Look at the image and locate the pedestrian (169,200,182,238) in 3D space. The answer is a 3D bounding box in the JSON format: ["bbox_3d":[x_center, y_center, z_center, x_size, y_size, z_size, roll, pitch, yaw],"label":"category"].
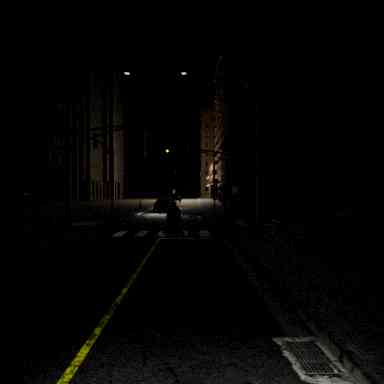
[{"bbox_3d":[-0.809,1.294,15.995,0.375,1.860,0.375,0,0,0],"label":"pedestrian"}]

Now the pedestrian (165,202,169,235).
[{"bbox_3d":[-1.090,1.294,17.194,0.375,1.860,0.375,0,0,0],"label":"pedestrian"}]

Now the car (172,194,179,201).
[{"bbox_3d":[-3.326,1.529,49.889,1.812,1.442,4.674,0,1,0],"label":"car"}]

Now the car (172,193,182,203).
[{"bbox_3d":[-3.323,1.223,69.212,2.150,2.045,5.566,0,0,0],"label":"car"}]

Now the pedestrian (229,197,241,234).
[{"bbox_3d":[2.083,1.139,16.609,0.375,1.860,0.375,0,0,0],"label":"pedestrian"}]

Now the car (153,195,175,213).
[{"bbox_3d":[-3.274,1.479,37.812,1.882,1.535,5.008,0,0,0],"label":"car"}]
